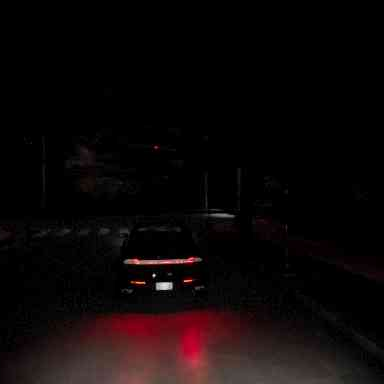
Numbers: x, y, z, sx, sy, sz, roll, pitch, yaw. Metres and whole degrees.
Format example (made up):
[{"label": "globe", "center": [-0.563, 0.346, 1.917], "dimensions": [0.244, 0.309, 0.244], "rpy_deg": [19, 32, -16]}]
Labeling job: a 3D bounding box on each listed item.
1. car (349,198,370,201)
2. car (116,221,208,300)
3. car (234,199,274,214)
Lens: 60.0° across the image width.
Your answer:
[{"label": "car", "center": [16.371, 1.348, 33.046], "dimensions": [4.892, 1.490, 1.837], "rpy_deg": [0, 0, -12]}, {"label": "car", "center": [-0.840, 1.492, 8.425], "dimensions": [2.128, 1.511, 4.902], "rpy_deg": [0, 0, -8]}, {"label": "car", "center": [6.257, 1.368, 30.803], "dimensions": [4.674, 1.442, 1.812], "rpy_deg": [0, 0, -12]}]
